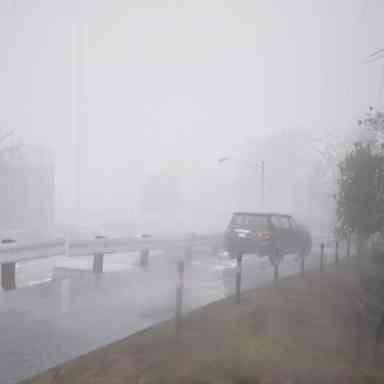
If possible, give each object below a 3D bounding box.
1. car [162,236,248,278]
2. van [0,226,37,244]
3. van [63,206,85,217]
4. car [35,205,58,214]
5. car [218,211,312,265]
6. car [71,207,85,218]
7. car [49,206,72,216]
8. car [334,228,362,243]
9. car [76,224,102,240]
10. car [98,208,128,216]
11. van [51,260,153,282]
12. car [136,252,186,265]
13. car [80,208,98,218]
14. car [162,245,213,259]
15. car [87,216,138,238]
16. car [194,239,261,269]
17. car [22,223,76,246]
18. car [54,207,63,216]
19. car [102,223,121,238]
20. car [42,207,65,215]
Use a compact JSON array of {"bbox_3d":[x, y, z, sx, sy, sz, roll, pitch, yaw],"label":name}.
[{"bbox_3d":[0.951,4.412,23.196,5.566,2.045,2.435,1,1,17],"label":"car"},{"bbox_3d":[-16.172,4.234,28.874,4.442,1.987,1.878,0,0,17],"label":"van"},{"bbox_3d":[-22.798,3.905,65.786,1.878,1.987,4.442,1,1,19],"label":"van"},{"bbox_3d":[-32.132,3.864,73.435,2.185,1.767,4.553,1,1,19],"label":"car"},{"bbox_3d":[3.537,1.959,14.893,2.150,2.045,5.566,1,-4,37],"label":"car"},{"bbox_3d":[-20.423,4.204,64.027,2.002,1.452,4.674,0,1,19],"label":"car"},{"bbox_3d":[-27.476,3.934,69.623,2.185,1.767,4.553,0,1,19],"label":"car"},{"bbox_3d":[13.535,3.629,28.596,1.895,1.301,4.718,1,-4,32],"label":"car"},{"bbox_3d":[-12.459,4.208,33.560,5.566,2.045,2.435,0,0,17],"label":"car"},{"bbox_3d":[-13.362,4.019,58.387,2.435,2.045,5.566,1,1,18],"label":"car"},{"bbox_3d":[-4.436,4.440,15.934,4.442,1.987,1.878,1,1,17],"label":"van"},{"bbox_3d":[-2.697,4.539,18.359,4.553,1.767,2.185,1,1,17],"label":"car"},{"bbox_3d":[-18.009,4.194,62.335,1.946,1.575,5.366,0,1,19],"label":"car"},{"bbox_3d":[-0.929,4.411,20.780,5.566,2.045,2.435,1,1,17],"label":"car"},{"bbox_3d":[-8.945,4.207,38.279,5.566,2.045,2.435,0,0,17],"label":"car"},{"bbox_3d":[2.769,4.692,25.612,4.792,1.488,2.163,1,1,17],"label":"car"},{"bbox_3d":[-14.246,4.208,31.201,5.566,2.045,2.435,0,0,17],"label":"car"},{"bbox_3d":[-25.106,4.094,67.781,2.097,1.535,5.008,1,1,19],"label":"car"},{"bbox_3d":[-10.675,4.488,35.930,4.792,1.488,2.163,0,0,17],"label":"car"},{"bbox_3d":[-29.805,4.065,71.530,2.002,1.452,4.674,0,1,19],"label":"car"}]
